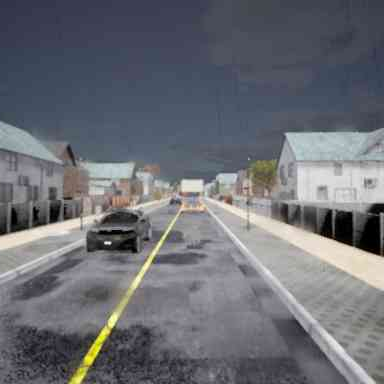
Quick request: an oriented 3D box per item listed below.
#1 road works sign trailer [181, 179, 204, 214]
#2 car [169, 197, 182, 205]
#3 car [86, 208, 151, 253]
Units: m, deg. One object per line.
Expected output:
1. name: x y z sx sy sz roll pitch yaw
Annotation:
1. road works sign trailer: 0.018 0.410 34.611 2.380 3.560 2.880 0 0 0
2. car: -2.788 1.523 56.574 1.994 1.385 4.181 0 0 1
3. car: -2.847 1.442 13.724 1.882 1.535 5.008 0 0 0
